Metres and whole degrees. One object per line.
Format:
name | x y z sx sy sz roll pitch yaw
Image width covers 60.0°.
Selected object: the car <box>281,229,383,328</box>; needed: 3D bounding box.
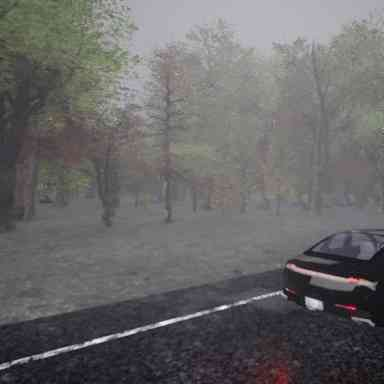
car | 3.835 1.481 6.482 4.902 1.511 2.128 0 0 -36
